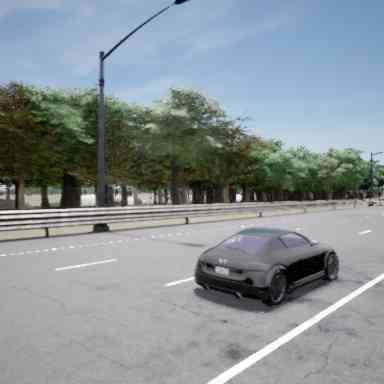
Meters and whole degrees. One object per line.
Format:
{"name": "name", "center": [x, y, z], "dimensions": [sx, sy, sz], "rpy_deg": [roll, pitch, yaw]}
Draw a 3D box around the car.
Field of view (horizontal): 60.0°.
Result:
{"name": "car", "center": [2.003, 1.579, 8.225], "dimensions": [1.994, 1.385, 4.181], "rpy_deg": [0, 0, 44]}
